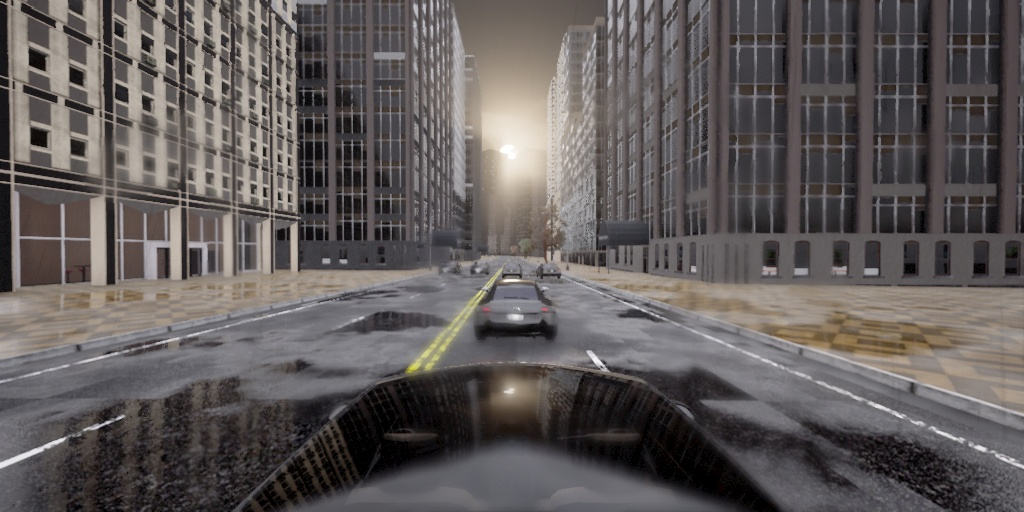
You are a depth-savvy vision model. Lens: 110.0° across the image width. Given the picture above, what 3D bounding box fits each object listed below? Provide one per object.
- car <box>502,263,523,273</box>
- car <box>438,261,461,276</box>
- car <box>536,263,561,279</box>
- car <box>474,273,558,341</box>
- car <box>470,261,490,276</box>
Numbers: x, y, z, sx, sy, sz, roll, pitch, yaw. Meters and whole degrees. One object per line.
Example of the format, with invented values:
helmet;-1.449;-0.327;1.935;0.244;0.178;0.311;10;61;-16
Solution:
car;0.056;1.352;33.739;2.033;1.411;5.357;0;0;2
car;-6.610;1.301;38.304;2.128;1.511;4.902;0;0;0
car;3.342;1.351;33.397;2.033;1.411;5.357;0;0;-2
car;0.092;1.330;9.941;1.994;1.385;4.181;0;0;0
car;-3.361;1.301;38.313;2.128;1.511;4.902;0;0;0
